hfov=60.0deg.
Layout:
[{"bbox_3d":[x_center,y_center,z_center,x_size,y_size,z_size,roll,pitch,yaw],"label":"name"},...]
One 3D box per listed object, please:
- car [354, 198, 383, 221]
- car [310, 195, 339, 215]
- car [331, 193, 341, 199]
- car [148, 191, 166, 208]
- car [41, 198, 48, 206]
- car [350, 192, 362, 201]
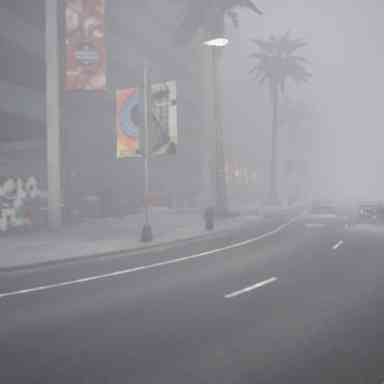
[{"bbox_3d":[12.874,1.339,23.825,1.895,1.301,4.718,-1,0,25],"label":"car"},{"bbox_3d":[12.016,1.285,30.348,1.994,1.385,4.181,-1,0,25],"label":"car"},{"bbox_3d":[29.427,0.755,68.080,1.895,1.301,4.718,-1,0,25],"label":"car"},{"bbox_3d":[-5.445,0.919,43.185,2.435,2.045,5.566,-1,0,25],"label":"car"},{"bbox_3d":[-22.586,1.543,50.176,1.895,1.301,4.718,-1,0,25],"label":"car"},{"bbox_3d":[30.177,0.857,61.326,1.837,1.490,4.892,-1,0,25],"label":"car"}]
